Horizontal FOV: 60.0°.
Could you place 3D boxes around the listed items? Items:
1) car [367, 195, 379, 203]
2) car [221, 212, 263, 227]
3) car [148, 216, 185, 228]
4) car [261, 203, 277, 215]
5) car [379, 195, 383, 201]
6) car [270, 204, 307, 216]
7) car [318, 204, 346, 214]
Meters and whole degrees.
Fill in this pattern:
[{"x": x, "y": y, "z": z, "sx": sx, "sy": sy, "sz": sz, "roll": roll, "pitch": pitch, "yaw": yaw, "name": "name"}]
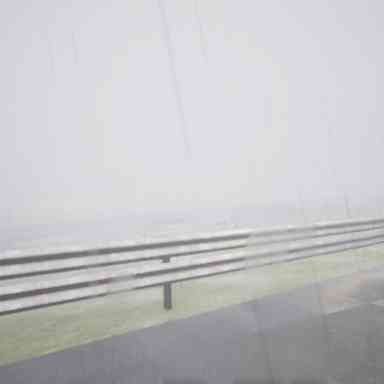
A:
[{"x": 37.063, "y": 1.252, "z": 66.309, "sx": 4.902, "sy": 1.511, "sz": 2.128, "roll": -4, "pitch": 2, "yaw": -28, "name": "car"}, {"x": 6.117, "y": 3.547, "z": 41.716, "sx": 4.718, "sy": 1.301, "sz": 1.895, "roll": -4, "pitch": 2, "yaw": -28, "name": "car"}, {"x": -3.334, "y": 3.863, "z": 44.581, "sx": 4.718, "sy": 1.301, "sz": 1.895, "roll": -4, "pitch": 2, "yaw": -28, "name": "car"}, {"x": 13.281, "y": 2.593, "z": 53.516, "sx": 4.553, "sy": 1.767, "sz": 2.097, "roll": -4, "pitch": 2, "yaw": -28, "name": "car"}, {"x": 38.738, "y": 0.973, "z": 63.233, "sx": 5.566, "sy": 2.045, "sz": 2.150, "roll": -4, "pitch": 2, "yaw": -28, "name": "car"}, {"x": 14.977, "y": 2.808, "z": 50.456, "sx": 5.357, "sy": 1.411, "sz": 2.033, "roll": -4, "pitch": 2, "yaw": -28, "name": "car"}, {"x": 21.038, "y": 2.497, "z": 49.741, "sx": 4.902, "sy": 1.511, "sz": 2.128, "roll": -4, "pitch": 2, "yaw": -28, "name": "car"}]
